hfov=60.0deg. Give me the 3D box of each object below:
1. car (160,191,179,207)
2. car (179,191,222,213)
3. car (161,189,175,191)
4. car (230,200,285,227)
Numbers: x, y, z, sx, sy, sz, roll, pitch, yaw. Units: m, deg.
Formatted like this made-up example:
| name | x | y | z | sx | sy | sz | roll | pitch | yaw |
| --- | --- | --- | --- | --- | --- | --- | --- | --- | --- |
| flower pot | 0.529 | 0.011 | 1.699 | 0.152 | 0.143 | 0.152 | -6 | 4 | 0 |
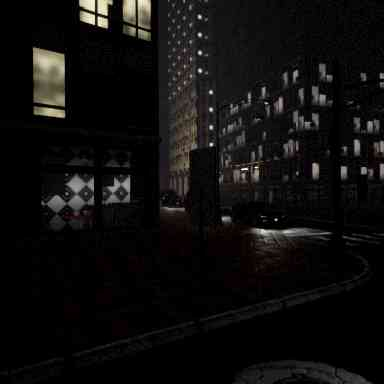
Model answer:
| name | x | y | z | sx | sy | sz | roll | pitch | yaw |
| --- | --- | --- | --- | --- | --- | --- | --- | --- | --- |
| car | -2.416 | 1.036 | 40.672 | 1.837 | 1.490 | 4.892 | -1 | 1 | -18 |
| car | 0.886 | 0.895 | 30.947 | 2.150 | 2.045 | 5.566 | -1 | 1 | -19 |
| car | -4.068 | 0.537 | 54.633 | 2.150 | 2.045 | 5.566 | -1 | 1 | -18 |
| car | 4.094 | 1.316 | 21.545 | 1.837 | 1.490 | 4.892 | -1 | 1 | -19 |
